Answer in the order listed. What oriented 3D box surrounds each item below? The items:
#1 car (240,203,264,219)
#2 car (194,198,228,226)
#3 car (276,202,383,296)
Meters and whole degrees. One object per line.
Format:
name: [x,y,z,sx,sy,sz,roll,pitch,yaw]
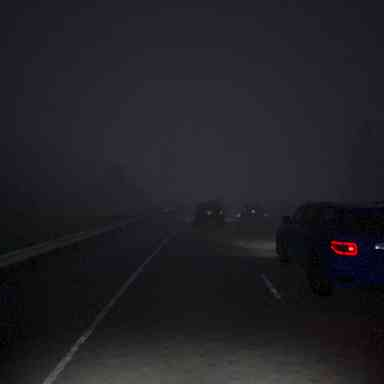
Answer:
car: [5.499,1.685,30.622,1.994,1.385,4.181,0,0,6]
car: [1.335,1.445,24.260,2.097,1.767,4.553,0,0,5]
car: [3.823,1.259,8.853,2.150,2.045,5.566,0,0,2]
